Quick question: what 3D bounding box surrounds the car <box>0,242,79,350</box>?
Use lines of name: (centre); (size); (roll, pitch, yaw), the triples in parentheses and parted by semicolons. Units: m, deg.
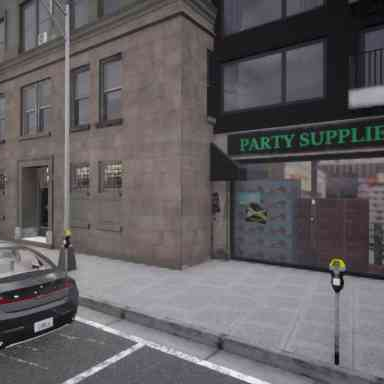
car: (-3.778, 1.550, 5.739); (4.403, 1.369, 2.008); (0, 0, 35)
